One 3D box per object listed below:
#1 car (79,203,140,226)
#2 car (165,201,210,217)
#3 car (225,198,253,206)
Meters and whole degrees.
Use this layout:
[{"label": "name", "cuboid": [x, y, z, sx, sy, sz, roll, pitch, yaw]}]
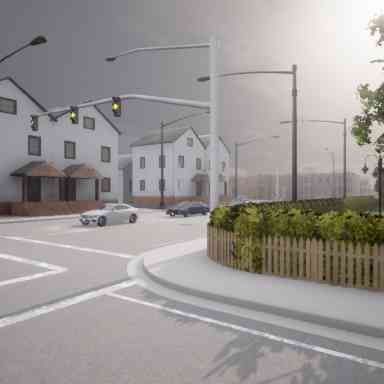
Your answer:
[{"label": "car", "cuboid": [-5.679, 1.526, 23.440, 1.812, 1.442, 4.674, 0, 0, 35]}, {"label": "car", "cuboid": [-0.190, 1.547, 31.387, 2.033, 1.411, 5.357, 0, 0, 35]}, {"label": "car", "cuboid": [5.690, 1.492, 39.875, 2.128, 1.511, 4.902, 0, 0, 35]}]
